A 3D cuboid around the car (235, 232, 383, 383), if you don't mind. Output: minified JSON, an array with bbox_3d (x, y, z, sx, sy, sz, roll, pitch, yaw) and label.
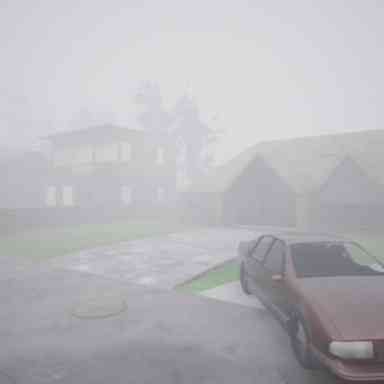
[{"bbox_3d":[2.076,1.464,5.846,2.033,1.415,5.357,0,0,-4],"label":"car"}]
